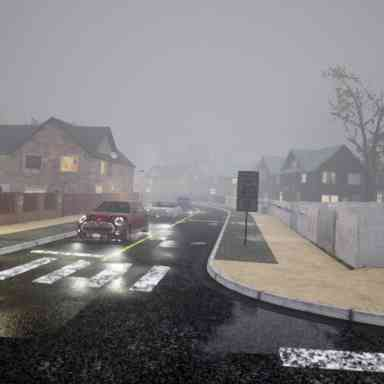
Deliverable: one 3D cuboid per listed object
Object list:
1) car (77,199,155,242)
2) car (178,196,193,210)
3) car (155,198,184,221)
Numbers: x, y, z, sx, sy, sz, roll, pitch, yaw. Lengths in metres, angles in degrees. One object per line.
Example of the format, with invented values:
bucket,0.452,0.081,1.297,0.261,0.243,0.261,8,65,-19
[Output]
car,-3.495,1.157,15.528,2.097,1.767,4.553,3,0,8
car,-0.973,1.277,39.368,1.882,1.535,5.008,2,0,-2
car,-2.129,1.400,25.610,1.895,1.301,4.718,3,0,7
